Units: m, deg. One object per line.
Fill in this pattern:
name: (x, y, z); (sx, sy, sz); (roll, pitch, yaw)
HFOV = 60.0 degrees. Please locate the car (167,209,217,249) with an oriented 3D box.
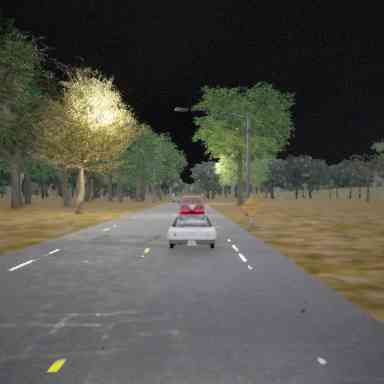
car: (0.000, 1.645, 14.684); (1.895, 1.301, 4.718); (0, 0, 0)

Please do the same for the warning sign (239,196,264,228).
warning sign: (3.536, 1.167, 19.976); (1.300, 1.860, 1.060); (-1, -1, 0)

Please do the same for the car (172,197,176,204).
car: (-3.500, 2.024, 76.741); (1.837, 1.490, 4.892); (0, -1, 0)

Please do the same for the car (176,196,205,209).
car: (0.000, 1.375, 29.691); (2.150, 2.045, 5.566); (0, 0, 0)
